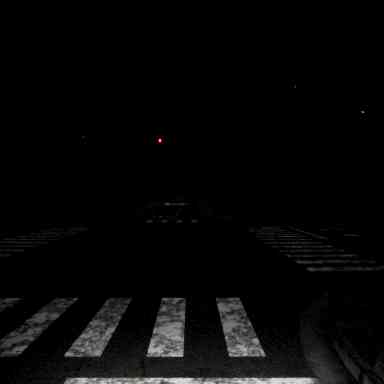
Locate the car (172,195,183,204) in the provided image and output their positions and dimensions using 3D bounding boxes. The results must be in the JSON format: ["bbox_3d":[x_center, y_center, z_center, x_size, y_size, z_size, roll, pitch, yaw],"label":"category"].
[{"bbox_3d":[-2.932,1.498,69.321,2.097,1.767,4.553,0,0,0],"label":"car"}]
